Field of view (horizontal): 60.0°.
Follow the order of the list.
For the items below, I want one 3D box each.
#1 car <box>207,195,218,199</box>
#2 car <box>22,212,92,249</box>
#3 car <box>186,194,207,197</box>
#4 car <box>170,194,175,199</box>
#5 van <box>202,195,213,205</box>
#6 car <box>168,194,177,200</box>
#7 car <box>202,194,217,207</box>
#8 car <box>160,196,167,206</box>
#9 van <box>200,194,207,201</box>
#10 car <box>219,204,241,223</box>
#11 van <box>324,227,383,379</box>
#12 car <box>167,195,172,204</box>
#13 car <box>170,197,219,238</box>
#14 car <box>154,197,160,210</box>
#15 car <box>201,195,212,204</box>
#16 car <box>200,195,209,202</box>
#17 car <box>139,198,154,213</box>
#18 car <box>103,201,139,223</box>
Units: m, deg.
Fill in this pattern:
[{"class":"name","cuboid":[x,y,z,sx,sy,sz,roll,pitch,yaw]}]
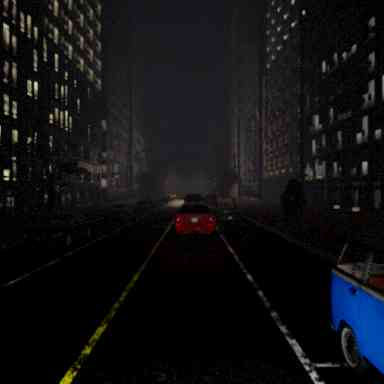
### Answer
[{"class":"car","cuboid":[2.758,1.348,48.524,2.192,1.841,5.009,-1,0,0]},{"class":"car","cuboid":[-5.675,1.561,14.435,2.008,1.369,4.403,-1,0,0]},{"class":"car","cuboid":[0.161,1.247,36.907,2.150,2.045,5.566,0,0,0]},{"class":"car","cuboid":[-5.575,1.599,76.956,2.008,1.369,4.403,-1,0,0]},{"class":"van","cuboid":[2.777,1.381,59.891,1.690,1.788,3.998,-1,0,0]},{"class":"car","cuboid":[-5.549,1.371,94.007,2.192,1.841,5.009,-1,0,0]},{"class":"car","cuboid":[2.767,1.352,54.208,2.192,1.841,5.009,-1,0,0]},{"class":"car","cuboid":[-5.611,1.562,54.051,1.752,1.417,4.829,-1,0,0]},{"class":"van","cuboid":[2.813,1.393,82.625,1.690,1.788,3.998,-1,0,0]},{"class":"car","cuboid":[2.724,1.569,25.789,2.008,1.369,4.403,-1,0,0]},{"class":"van","cuboid":[2.685,1.344,3.055,1.690,1.788,3.998,-1,0,0]},{"class":"car","cuboid":[-5.593,1.609,65.588,1.947,1.339,4.313,-1,0,0]},{"class":"car","cuboid":[0.130,1.365,17.934,2.097,1.767,4.553,0,0,0]},{"class":"car","cuboid":[-5.630,1.469,42.853,1.967,1.590,4.097,-1,0,0]},{"class":"car","cuboid":[2.787,1.483,65.575,1.967,1.590,4.097,-1,0,0]},{"class":"car","cuboid":[2.804,1.489,76.942,1.967,1.590,4.097,-1,0,0]},{"class":"car","cuboid":[-5.638,1.608,37.170,1.802,1.307,4.206,-1,0,0]},{"class":"car","cuboid":[-5.657,1.569,25.802,2.008,1.369,4.403,-1,0,0]}]
